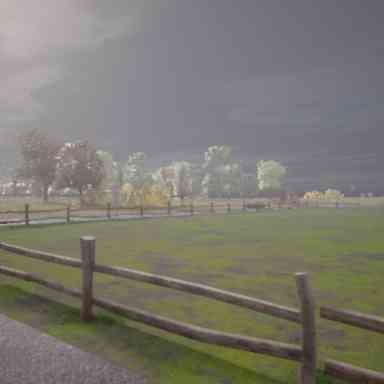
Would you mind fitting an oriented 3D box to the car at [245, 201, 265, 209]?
[{"bbox_3d":[10.997,2.254,58.566,2.033,1.411,5.357,-1,-1,40],"label":"car"}]
